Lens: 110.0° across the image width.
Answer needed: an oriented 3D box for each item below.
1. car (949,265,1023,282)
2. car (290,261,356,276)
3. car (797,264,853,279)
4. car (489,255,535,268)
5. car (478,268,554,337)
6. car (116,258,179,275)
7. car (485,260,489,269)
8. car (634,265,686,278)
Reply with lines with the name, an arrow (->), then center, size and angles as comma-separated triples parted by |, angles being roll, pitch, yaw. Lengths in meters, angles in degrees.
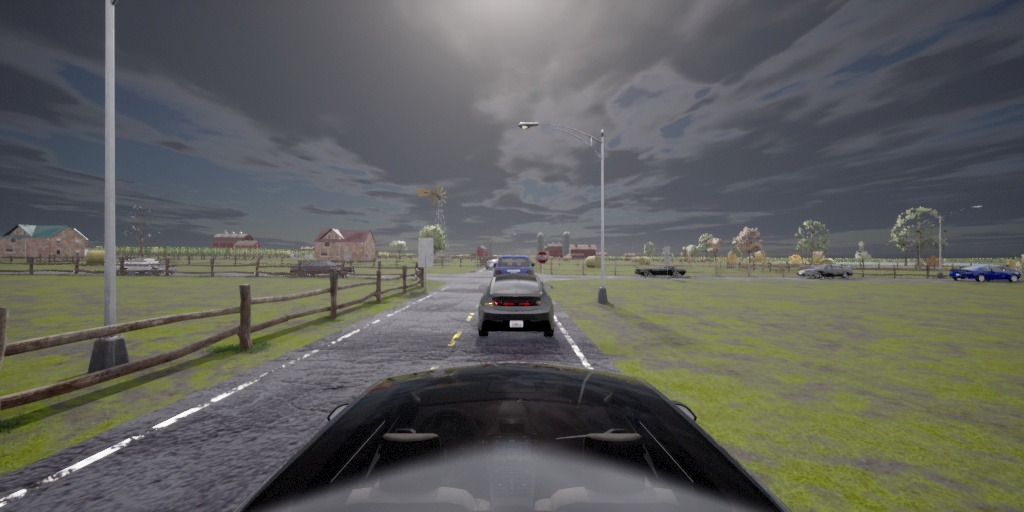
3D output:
car -> 44.712, 1.647, 33.988 | 5.008, 1.535, 1.882 | 1, -1, 0
car -> -17.375, 1.123, 33.122 | 5.357, 1.411, 2.033 | 1, -1, -1
car -> 32.016, 1.575, 36.716 | 4.902, 1.511, 2.128 | 0, -1, -1
car -> 0.124, 0.975, 20.285 | 2.150, 2.045, 5.566 | 0, 0, 1
car -> 0.099, 1.256, 10.324 | 1.837, 1.490, 4.892 | 0, 0, 0
car -> -33.404, 0.936, 32.919 | 4.674, 1.442, 1.812 | 1, -1, -1
car -> -2.839, 1.241, 52.004 | 2.128, 1.511, 4.902 | 0, 0, 0
car -> 15.003, 1.527, 36.500 | 4.718, 1.301, 1.895 | 1, -1, -1
